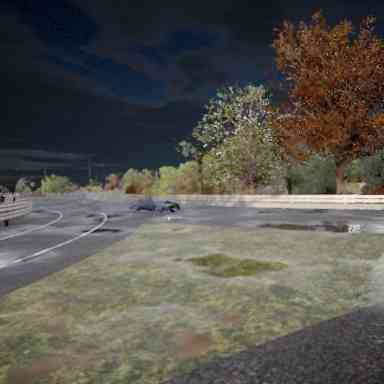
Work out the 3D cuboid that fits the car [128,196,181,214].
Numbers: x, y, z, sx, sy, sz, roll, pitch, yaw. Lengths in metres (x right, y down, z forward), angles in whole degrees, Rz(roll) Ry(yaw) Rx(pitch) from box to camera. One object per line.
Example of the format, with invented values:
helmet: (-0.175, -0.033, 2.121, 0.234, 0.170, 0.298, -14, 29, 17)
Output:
car: (-3.408, 1.074, 29.392, 5.357, 1.411, 2.033, 0, 1, 42)
